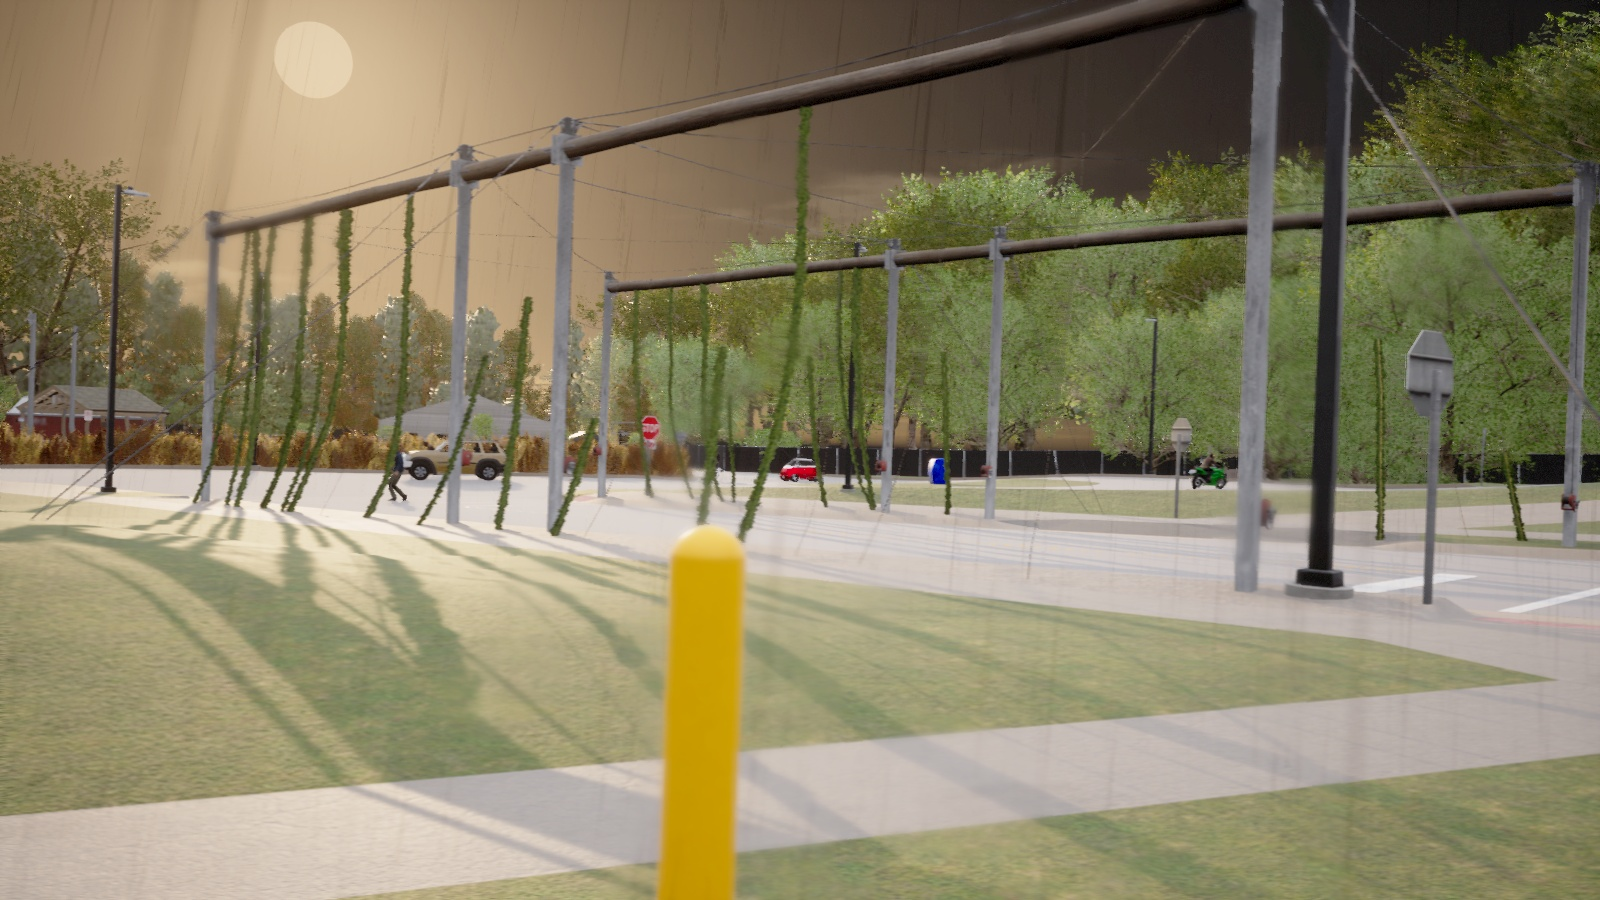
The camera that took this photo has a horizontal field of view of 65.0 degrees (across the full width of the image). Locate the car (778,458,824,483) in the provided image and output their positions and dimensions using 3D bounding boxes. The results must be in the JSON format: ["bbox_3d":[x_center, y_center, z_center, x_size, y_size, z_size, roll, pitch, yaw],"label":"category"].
[{"bbox_3d":[0.035,1.163,72.602,2.207,1.376,1.481,-1,-1,-27],"label":"car"}]

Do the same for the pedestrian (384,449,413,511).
[{"bbox_3d":[-12.154,0.894,37.997,0.726,1.842,0.402,1,0,-34],"label":"pedestrian"}]

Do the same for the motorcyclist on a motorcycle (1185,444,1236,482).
[{"bbox_3d":[17.069,0.529,52.184,2.044,1.523,0.797,-1,3,-29],"label":"motorcyclist on a motorcycle"}]

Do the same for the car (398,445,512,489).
[{"bbox_3d":[-15.059,0.709,54.804,4.605,1.855,1.932,0,1,-21],"label":"car"}]
